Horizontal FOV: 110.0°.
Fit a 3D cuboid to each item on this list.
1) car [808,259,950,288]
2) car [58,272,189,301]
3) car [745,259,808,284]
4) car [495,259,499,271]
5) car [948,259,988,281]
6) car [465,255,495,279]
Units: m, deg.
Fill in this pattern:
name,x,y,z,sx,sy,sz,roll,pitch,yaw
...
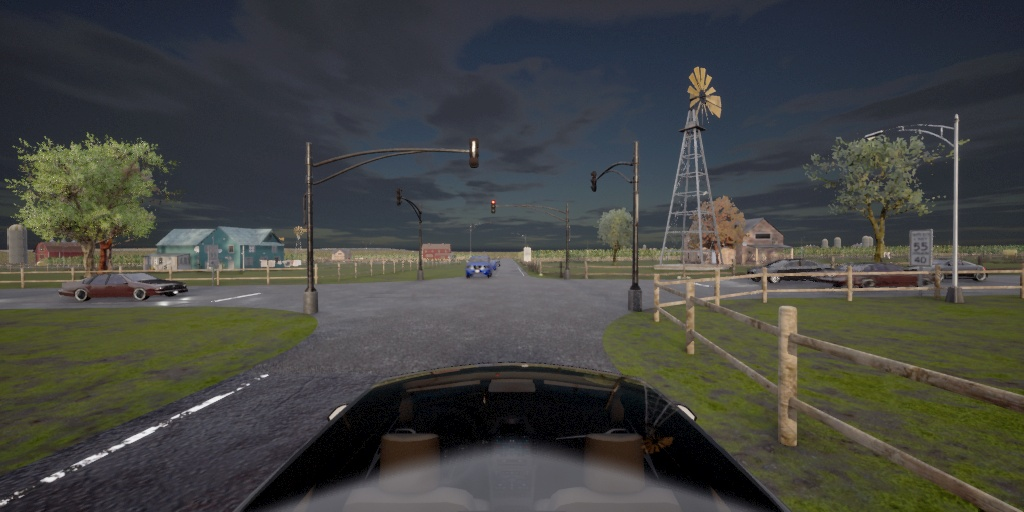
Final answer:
name,x,y,z,sx,sy,sz,roll,pitch,yaw
car,19.508,1.046,19.244,5.357,1.411,2.033,-1,1,-1
car,-20.634,1.587,19.140,5.357,1.411,2.033,-1,1,0
car,17.688,0.957,23.014,4.892,1.490,1.837,-1,1,0
car,-3.092,1.223,49.203,1.882,1.535,5.008,0,0,0
car,27.547,0.886,23.056,4.181,1.385,1.994,-1,1,0
car,-2.979,0.966,33.204,2.150,2.045,5.566,0,0,0
